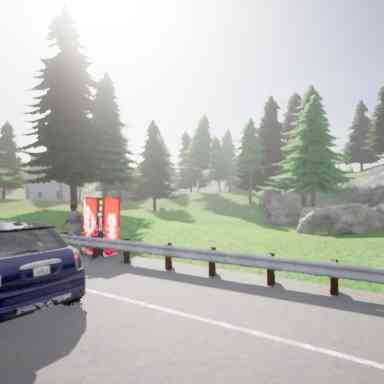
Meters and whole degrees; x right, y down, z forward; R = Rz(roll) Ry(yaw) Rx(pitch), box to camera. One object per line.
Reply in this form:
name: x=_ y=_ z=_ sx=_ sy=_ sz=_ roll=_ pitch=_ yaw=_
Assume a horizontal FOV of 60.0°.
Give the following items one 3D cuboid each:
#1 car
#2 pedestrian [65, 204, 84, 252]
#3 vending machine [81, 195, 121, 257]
car: x=-4.281 y=1.333 z=6.725 sx=4.553 sy=1.767 sz=2.097 roll=0 pitch=0 yaw=33
pedestrian: x=-4.205 y=1.267 z=11.938 sx=0.375 sy=1.860 sz=0.375 roll=0 pitch=0 yaw=32
vending machine: x=-3.290 y=1.171 z=12.044 sx=0.880 sy=2.100 sz=1.100 roll=0 pitch=0 yaw=33
